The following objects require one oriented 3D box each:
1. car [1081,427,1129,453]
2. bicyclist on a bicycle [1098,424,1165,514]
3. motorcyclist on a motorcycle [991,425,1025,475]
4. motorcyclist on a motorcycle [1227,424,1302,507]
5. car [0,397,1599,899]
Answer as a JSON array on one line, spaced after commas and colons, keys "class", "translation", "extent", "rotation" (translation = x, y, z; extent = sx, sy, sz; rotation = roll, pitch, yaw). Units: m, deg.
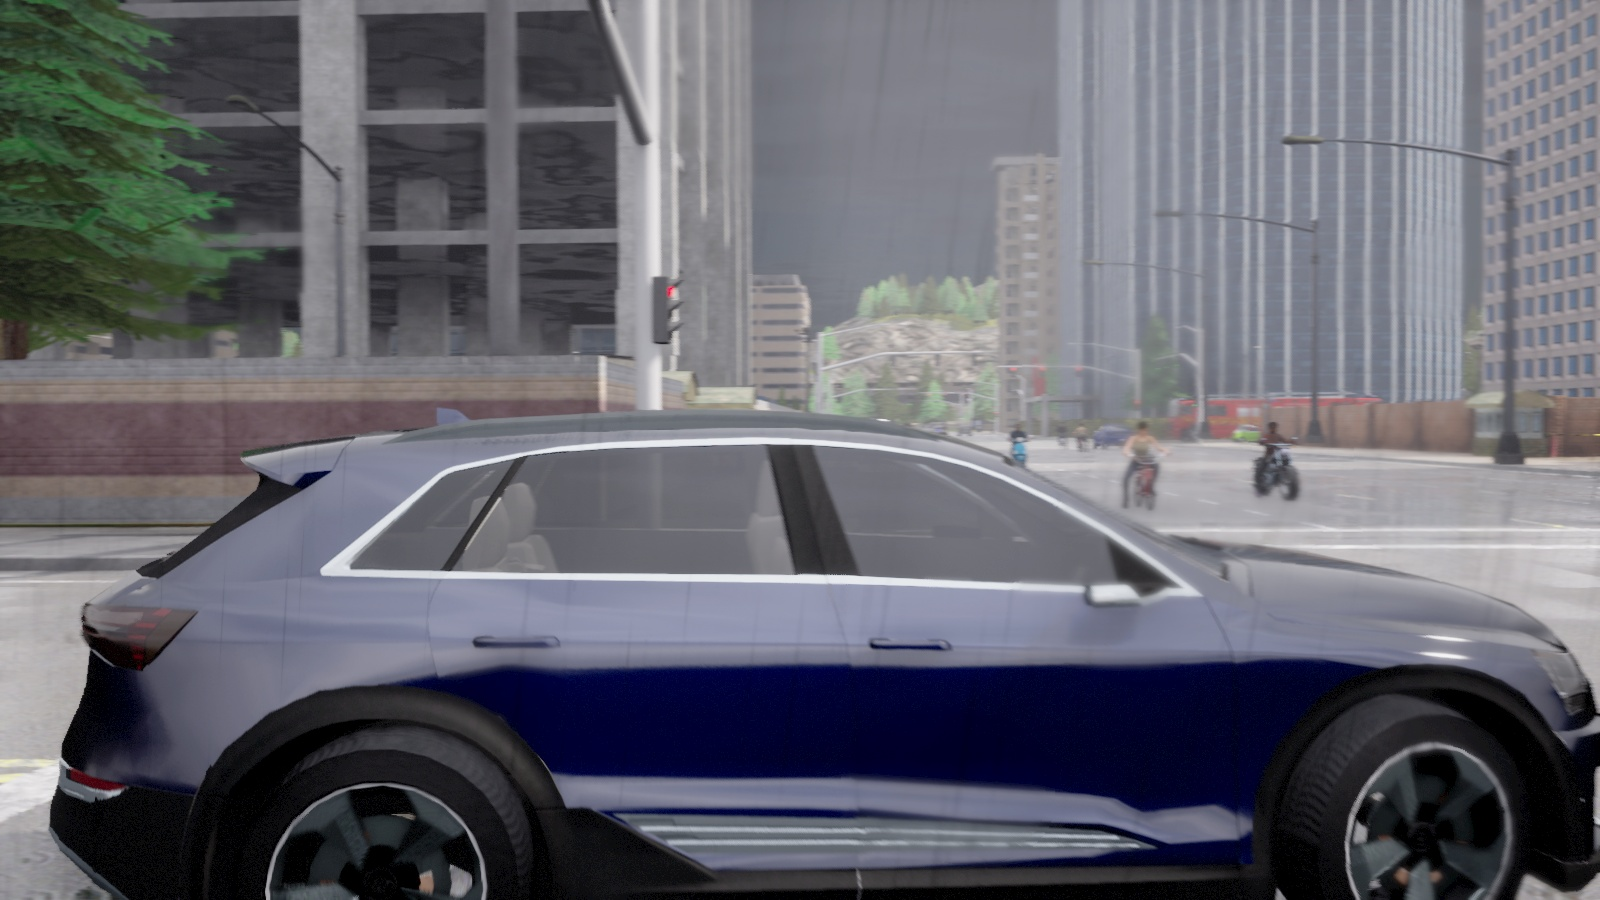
[{"class": "car", "translation": [18.640, -0.667, 77.046], "extent": [1.882, 1.535, 5.008], "rotation": [0, 1, 2]}, {"class": "bicyclist on a bicycle", "translation": [6.072, 0.323, 23.062], "extent": [0.866, 1.612, 1.509], "rotation": [0, 1, 2]}, {"class": "motorcyclist on a motorcycle", "translation": [6.752, -0.009, 40.900], "extent": [0.866, 1.590, 1.817], "rotation": [0, 1, 2]}, {"class": "motorcyclist on a motorcycle", "translation": [9.694, 0.281, 26.323], "extent": [0.766, 1.649, 2.350], "rotation": [0, 1, 2]}, {"class": "car", "translation": [0.142, 0.669, 4.391], "extent": [4.856, 1.649, 2.033], "rotation": [0, 1, -7]}]
